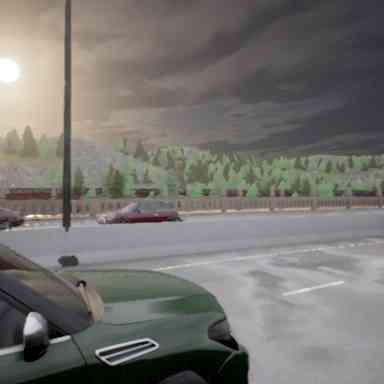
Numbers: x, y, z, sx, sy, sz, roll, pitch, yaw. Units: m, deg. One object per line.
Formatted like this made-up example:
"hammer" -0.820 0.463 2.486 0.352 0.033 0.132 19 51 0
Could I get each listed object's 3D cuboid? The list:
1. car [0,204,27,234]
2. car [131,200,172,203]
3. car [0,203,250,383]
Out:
"car" -11.275 1.424 17.267 4.674 1.442 1.812 0 0 -34
"car" -2.887 1.274 18.485 4.553 1.767 2.097 0 0 -30
"car" -2.134 1.204 2.170 5.566 2.045 2.150 0 0 -35
